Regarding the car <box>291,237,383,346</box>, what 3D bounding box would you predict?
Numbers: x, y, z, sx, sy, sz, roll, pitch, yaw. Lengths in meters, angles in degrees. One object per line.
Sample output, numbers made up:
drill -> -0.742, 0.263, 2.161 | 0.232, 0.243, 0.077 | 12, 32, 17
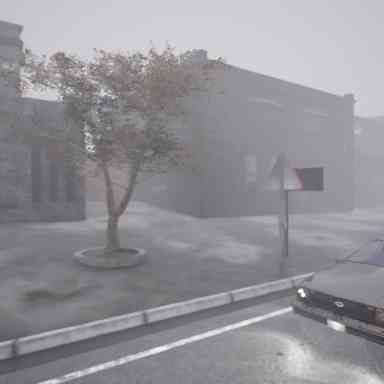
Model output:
car -> 4.289, 1.591, 6.423 | 5.357, 1.411, 2.033 | 0, 0, -35
